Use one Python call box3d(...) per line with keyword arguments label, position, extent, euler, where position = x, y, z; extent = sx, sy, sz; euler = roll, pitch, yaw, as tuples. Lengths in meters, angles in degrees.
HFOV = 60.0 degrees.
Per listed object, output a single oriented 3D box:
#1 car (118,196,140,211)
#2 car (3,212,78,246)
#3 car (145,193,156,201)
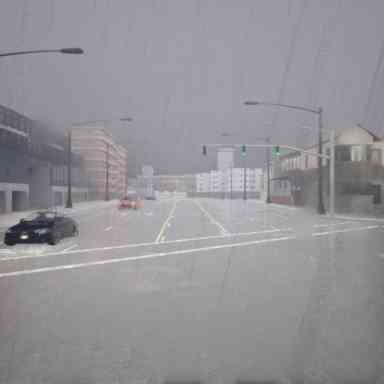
box3d(label="car", position=(-7.450, 1.278, 39.553), extent=(2.097, 1.767, 4.553), euler=(0, 1, -2))
box3d(label="car", position=(-6.772, 1.617, 15.326), extent=(1.994, 1.385, 4.181), euler=(0, 0, -2))
box3d(label="car", position=(-8.171, 1.023, 65.282), extent=(1.882, 1.535, 5.008), euler=(0, 0, -2))
